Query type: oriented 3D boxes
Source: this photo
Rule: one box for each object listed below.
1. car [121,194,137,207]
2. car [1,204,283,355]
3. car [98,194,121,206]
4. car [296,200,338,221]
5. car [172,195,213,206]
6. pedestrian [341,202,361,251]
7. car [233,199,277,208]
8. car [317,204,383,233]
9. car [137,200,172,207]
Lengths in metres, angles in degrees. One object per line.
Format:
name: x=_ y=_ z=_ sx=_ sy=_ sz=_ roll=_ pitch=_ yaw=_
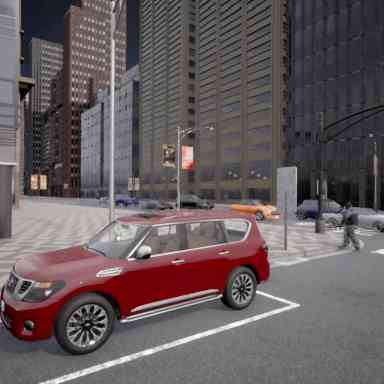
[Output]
car: x=-11.038 y=1.393 z=55.683 sx=2.150 sy=2.045 sz=5.566 roll=1 pitch=-1 yaw=-36
car: x=-0.683 y=1.316 z=6.282 sx=5.009 sy=1.841 sz=2.192 roll=0 pitch=0 yaw=-36
car: x=-13.797 y=1.404 z=53.956 sx=1.812 sy=1.442 sz=4.674 roll=1 pitch=-1 yaw=-36
car: x=10.502 y=1.393 z=25.832 sx=2.097 sy=1.767 sz=4.553 roll=1 pitch=-1 yaw=-39
car: x=0.290 y=1.329 z=39.796 sx=2.150 sy=2.045 sz=5.566 roll=1 pitch=-1 yaw=-36
pedestrian: x=6.091 y=1.297 z=12.729 sx=0.375 sy=1.860 sz=0.375 roll=1 pitch=0 yaw=-36
car: x=5.206 y=1.386 z=27.397 sx=2.097 sy=1.767 sz=4.553 roll=1 pitch=-1 yaw=-36
car: x=10.140 y=1.595 z=19.764 sx=1.895 sy=1.301 sz=4.718 roll=0 pitch=0 yaw=-29
car: x=-4.304 y=1.642 z=40.607 sx=2.033 sy=1.411 sz=5.357 roll=1 pitch=-1 yaw=-36
